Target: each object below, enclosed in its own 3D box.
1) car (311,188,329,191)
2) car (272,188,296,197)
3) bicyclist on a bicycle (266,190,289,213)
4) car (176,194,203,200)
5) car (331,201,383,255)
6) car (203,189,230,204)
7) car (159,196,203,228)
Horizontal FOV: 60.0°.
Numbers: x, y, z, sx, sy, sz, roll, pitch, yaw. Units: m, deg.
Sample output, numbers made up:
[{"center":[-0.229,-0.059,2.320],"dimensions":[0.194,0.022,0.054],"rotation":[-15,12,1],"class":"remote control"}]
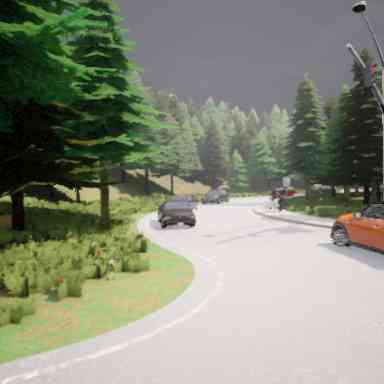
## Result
[{"center":[22.025,-0.234,55.611],"dimensions":[4.674,1.442,1.812],"rotation":[-2,1,-19],"class":"car"},{"center":[13.693,0.089,49.368],"dimensions":[1.882,1.535,5.008],"rotation":[-1,2,43],"class":"car"},{"center":[6.036,0.676,23.566],"dimensions":[1.656,1.620,0.582],"rotation":[-2,1,-2],"class":"bicyclist on a bicycle"},{"center":[-0.702,0.948,29.566],"dimensions":[1.837,1.490,4.892],"rotation":[-1,1,14],"class":"car"},{"center":[6.202,1.011,10.124],"dimensions":[2.097,1.767,4.553],"rotation":[-2,1,-6],"class":"car"},{"center":[2.828,0.490,39.198],"dimensions":[2.097,1.767,4.553],"rotation":[-1,1,26],"class":"car"},{"center":[-1.005,1.207,19.706],"dimensions":[2.033,1.411,5.357],"rotation":[-2,1,-9],"class":"car"}]
